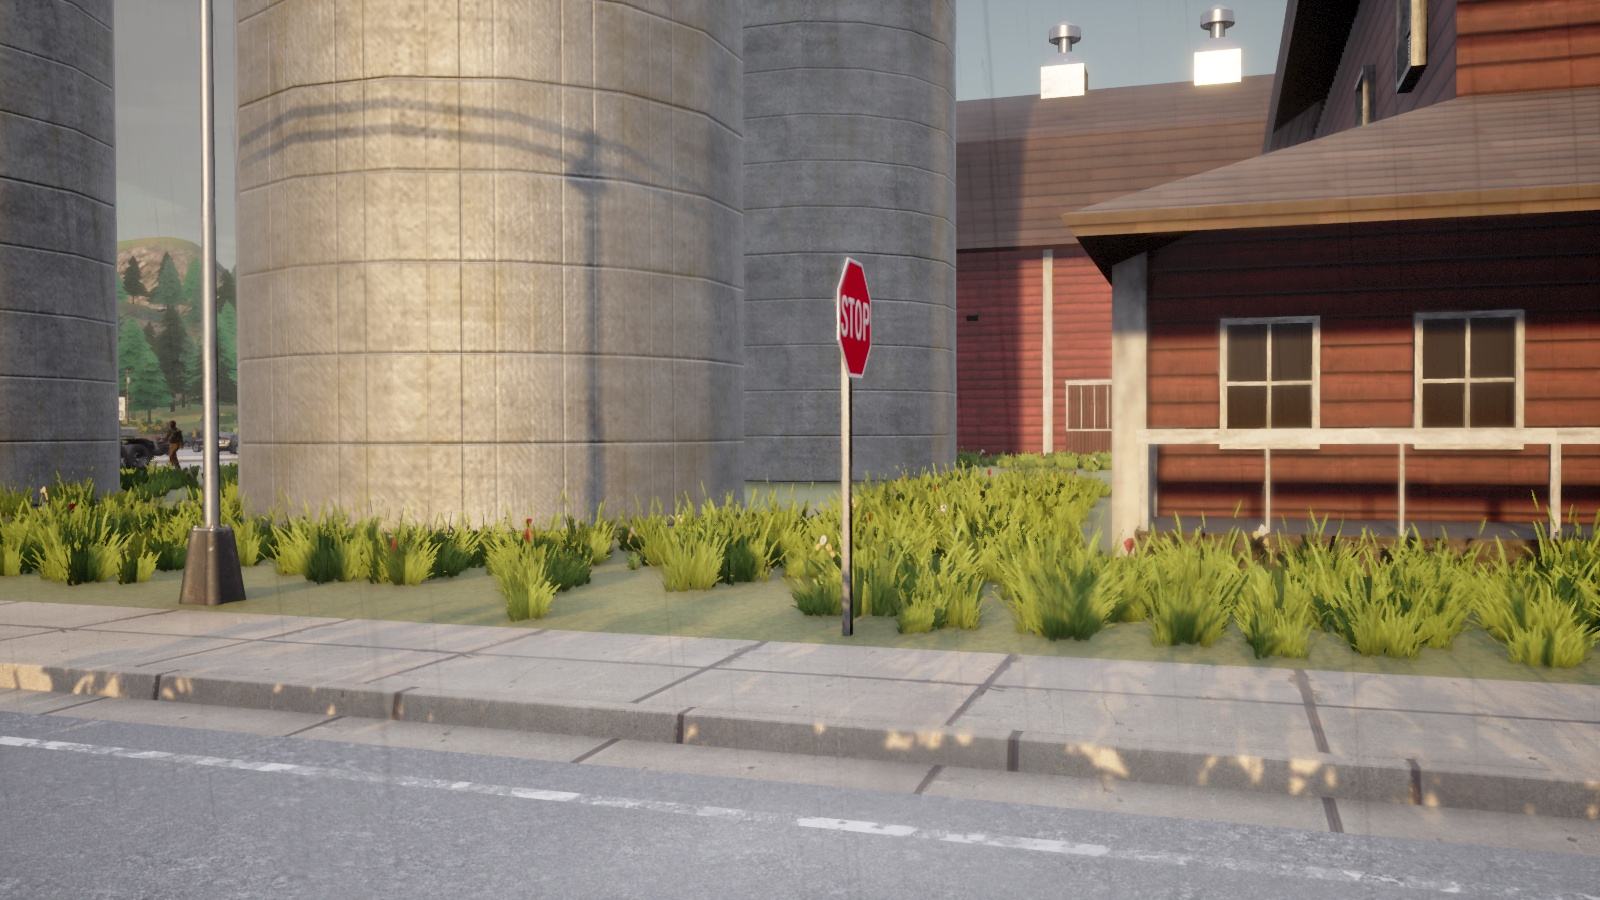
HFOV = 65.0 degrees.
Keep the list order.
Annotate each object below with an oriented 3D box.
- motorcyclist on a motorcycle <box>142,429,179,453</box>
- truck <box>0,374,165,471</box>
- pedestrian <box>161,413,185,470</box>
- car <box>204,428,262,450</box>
[{"bbox_3d":[-41.577,-0.602,81.641,0.866,1.530,2.191,1,1,18],"label":"motorcyclist on a motorcycle"},{"bbox_3d":[-28.745,-1.038,48.371,2.891,3.462,7.936,1,1,18],"label":"truck"},{"bbox_3d":[-21.562,-0.291,43.194,0.395,1.930,0.692,0,1,12],"label":"pedestrian"},{"bbox_3d":[-40.238,-0.807,89.285,2.007,1.525,4.514,0,1,1],"label":"car"}]
